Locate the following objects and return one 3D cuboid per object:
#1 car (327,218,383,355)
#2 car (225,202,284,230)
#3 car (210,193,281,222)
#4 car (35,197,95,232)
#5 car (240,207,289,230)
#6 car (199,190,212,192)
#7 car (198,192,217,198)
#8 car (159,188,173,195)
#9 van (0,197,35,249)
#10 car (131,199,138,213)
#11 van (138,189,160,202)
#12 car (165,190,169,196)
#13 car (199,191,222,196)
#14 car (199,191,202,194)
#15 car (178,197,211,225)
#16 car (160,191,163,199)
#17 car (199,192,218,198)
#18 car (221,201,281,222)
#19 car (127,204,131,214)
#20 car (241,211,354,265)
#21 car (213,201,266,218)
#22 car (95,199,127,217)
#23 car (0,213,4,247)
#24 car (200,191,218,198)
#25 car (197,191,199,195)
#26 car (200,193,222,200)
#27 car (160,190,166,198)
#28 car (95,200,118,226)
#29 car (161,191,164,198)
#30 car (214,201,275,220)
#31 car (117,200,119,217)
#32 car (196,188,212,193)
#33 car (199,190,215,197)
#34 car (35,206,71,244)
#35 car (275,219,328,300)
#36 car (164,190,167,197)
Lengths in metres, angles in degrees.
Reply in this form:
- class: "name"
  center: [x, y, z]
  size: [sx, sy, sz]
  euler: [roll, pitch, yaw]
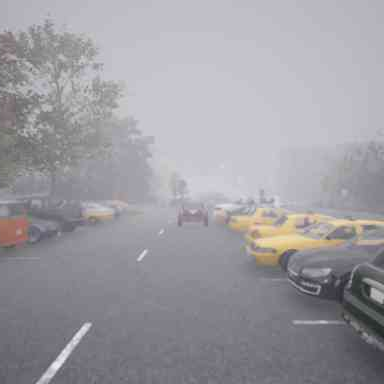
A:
- class: "car"
  center: [4.504, 1.348, 4.280]
  size: [4.553, 1.767, 2.185]
  euler: [0, 0, 0]
- class: "car"
  center: [4.705, 1.526, 18.154]
  size: [5.366, 1.575, 1.946]
  euler: [0, 0, 0]
- class: "car"
  center: [4.482, 1.333, 26.484]
  size: [5.566, 2.045, 2.435]
  euler: [0, 0, 0]
- class: "car"
  center: [-8.589, 1.278, 18.172]
  size: [5.566, 2.045, 2.435]
  euler: [0, 0, 0]
- class: "car"
  center: [4.711, 1.490, 12.481]
  size: [5.366, 1.575, 1.946]
  euler: [0, 0, 0]
- class: "car"
  center: [4.174, 0.906, 67.417]
  size: [4.553, 1.767, 2.185]
  euler: [0, 0, 0]
- class: "car"
  center: [4.169, 0.706, 89.714]
  size: [4.792, 1.488, 2.163]
  euler: [0, 2, 0]
- class: "car"
  center: [-8.698, 0.498, 95.102]
  size: [5.366, 1.575, 1.946]
  euler: [0, 2, 0]
- class: "van"
  center: [-8.671, 1.267, 12.508]
  size: [4.442, 1.987, 1.878]
  euler: [0, 0, 0]
- class: "car"
  center: [-8.574, 1.639, 34.667]
  size: [5.008, 1.535, 2.097]
  euler: [0, 0, 0]
- class: "van"
  center: [-8.747, 0.812, 61.760]
  size: [4.442, 1.987, 1.878]
  euler: [1, 0, 0]
- class: "car"
  center: [-8.874, 0.886, 81.165]
  size: [5.008, 1.535, 2.097]
  euler: [0, 1, 0]
- class: "car"
  center: [4.236, 1.066, 61.847]
  size: [4.792, 1.488, 2.163]
  euler: [0, 0, 0]
- class: "car"
  center: [4.176, 1.064, 64.631]
  size: [4.792, 1.488, 2.163]
  euler: [0, 0, 0]
- class: "car"
  center: [0.074, 1.445, 24.760]
  size: [2.097, 1.767, 4.553]
  euler: [0, 0, 0]
- class: "car"
  center: [-8.878, 1.071, 67.219]
  size: [4.674, 1.452, 2.002]
  euler: [0, 0, 0]
- class: "car"
  center: [4.228, 0.783, 86.927]
  size: [4.792, 1.488, 2.163]
  euler: [0, 2, 0]
- class: "car"
  center: [4.510, 1.549, 20.929]
  size: [4.892, 1.521, 2.231]
  euler: [0, 0, 0]
- class: "car"
  center: [-8.607, 1.495, 31.896]
  size: [4.553, 1.767, 2.185]
  euler: [0, 0, 0]
- class: "car"
  center: [4.343, 1.478, 9.827]
  size: [5.366, 1.575, 1.946]
  euler: [0, 0, 0]
- class: "car"
  center: [4.533, 1.651, 32.034]
  size: [4.792, 1.488, 2.163]
  euler: [0, 0, 0]
- class: "car"
  center: [-8.543, 1.633, 29.250]
  size: [4.792, 1.488, 2.163]
  euler: [0, 0, 0]
- class: "car"
  center: [-8.580, 1.510, 9.736]
  size: [4.792, 1.488, 2.163]
  euler: [0, 0, 0]
- class: "car"
  center: [4.231, 0.698, 84.137]
  size: [4.553, 1.767, 2.185]
  euler: [0, 1, 0]
- class: "car"
  center: [4.209, 1.022, 70.197]
  size: [5.008, 1.535, 2.097]
  euler: [0, 0, 0]
- class: "car"
  center: [4.209, 0.975, 75.780]
  size: [4.892, 1.521, 2.231]
  euler: [0, 1, 0]
- class: "car"
  center: [-9.062, 0.999, 72.923]
  size: [5.366, 1.575, 1.946]
  euler: [0, 1, 0]
- class: "car"
  center: [-8.381, 1.563, 23.710]
  size: [5.366, 1.575, 1.946]
  euler: [0, 0, 0]
- class: "car"
  center: [-8.905, 1.051, 70.131]
  size: [4.792, 1.488, 2.163]
  euler: [0, 0, 0]
- class: "car"
  center: [4.502, 1.603, 29.258]
  size: [5.008, 1.535, 2.097]
  euler: [0, 0, 0]
- class: "car"
  center: [-8.567, 1.625, 26.479]
  size: [4.674, 1.452, 2.002]
  euler: [0, 0, 0]
- class: "car"
  center: [4.175, 0.751, 72.988]
  size: [5.566, 2.045, 2.435]
  euler: [0, 0, 0]
- class: "car"
  center: [4.165, 0.370, 95.274]
  size: [4.553, 1.767, 2.185]
  euler: [0, 2, 0]
- class: "car"
  center: [-8.529, 1.540, 15.401]
  size: [4.792, 1.488, 2.163]
  euler: [0, 0, 0]
- class: "car"
  center: [4.538, 1.476, 7.060]
  size: [4.892, 1.521, 2.231]
  euler: [0, 0, 0]
- class: "car"
  center: [-9.063, 0.971, 75.718]
  size: [5.366, 1.575, 1.946]
  euler: [0, 0, 0]
